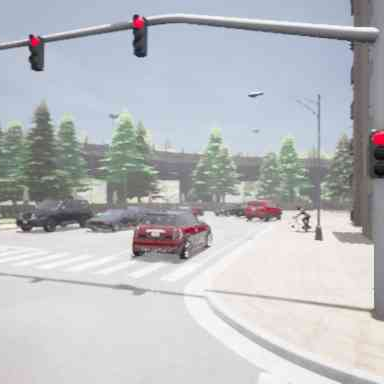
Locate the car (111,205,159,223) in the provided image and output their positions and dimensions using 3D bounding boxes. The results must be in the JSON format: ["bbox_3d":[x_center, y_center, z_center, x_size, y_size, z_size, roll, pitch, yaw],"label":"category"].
[{"bbox_3d":[-5.334,2.030,31.878,2.033,1.411,5.357,0,-1,22],"label":"car"}]

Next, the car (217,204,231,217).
[{"bbox_3d":[4.683,2.265,41.044,1.837,1.490,4.892,0,-1,44],"label":"car"}]

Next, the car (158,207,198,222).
[{"bbox_3d":[-1.252,2.138,32.433,1.895,1.301,4.718,0,-1,26],"label":"car"}]

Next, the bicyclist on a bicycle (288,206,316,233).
[{"bbox_3d":[6.794,1.710,20.614,1.656,1.620,0.582,0,-1,19],"label":"bicyclist on a bicycle"}]

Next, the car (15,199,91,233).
[{"bbox_3d":[-8.964,1.489,22.303,2.150,2.045,5.566,0,-1,19],"label":"car"}]

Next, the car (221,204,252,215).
[{"bbox_3d":[6.384,2.458,47.356,4.181,1.385,1.994,1,-1,-37],"label":"car"}]

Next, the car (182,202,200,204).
[{"bbox_3d":[-0.518,2.038,40.091,2.097,1.767,4.553,0,-1,38],"label":"car"}]

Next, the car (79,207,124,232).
[{"bbox_3d":[-5.050,1.870,22.942,2.033,1.411,5.357,0,-1,19],"label":"car"}]

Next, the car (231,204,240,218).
[{"bbox_3d":[6.939,2.212,38.262,1.882,1.535,5.008,-1,-2,41],"label":"car"}]

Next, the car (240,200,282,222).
[{"bbox_3d":[7.225,1.866,33.223,2.150,2.045,5.566,-1,-2,33],"label":"car"}]

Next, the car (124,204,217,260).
[{"bbox_3d":[-0.642,1.552,13.621,2.097,1.767,4.553,0,-1,17],"label":"car"}]
